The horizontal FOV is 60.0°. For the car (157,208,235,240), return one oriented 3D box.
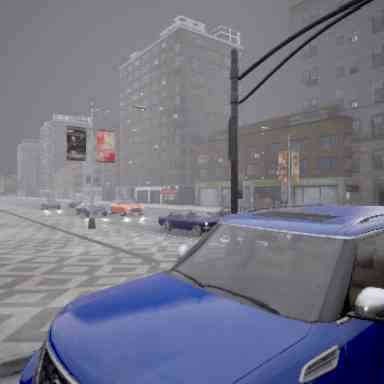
[{"bbox_3d":[0.042,1.653,18.522,1.895,1.301,4.718,0,0,-36],"label":"car"}]

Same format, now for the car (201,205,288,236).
[{"bbox_3d":[2.952,1.597,20.042,2.033,1.411,5.357,0,0,-36],"label":"car"}]

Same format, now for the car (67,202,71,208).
[{"bbox_3d":[-15.478,1.751,45.462,1.895,1.301,4.718,0,0,-36],"label":"car"}]

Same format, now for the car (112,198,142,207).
[{"bbox_3d":[-6.523,1.461,33.058,2.097,1.767,4.553,0,0,-36],"label":"car"}]

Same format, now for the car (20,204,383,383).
[{"bbox_3d":[1.227,1.220,3.706,5.566,2.045,2.150,0,1,-39],"label":"car"}]

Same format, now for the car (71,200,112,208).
[{"bbox_3d":[-9.682,1.638,31.872,1.812,1.442,4.674,0,0,-36],"label":"car"}]

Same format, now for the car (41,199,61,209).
[{"bbox_3d":[-19.105,1.662,44.947,1.837,1.490,4.892,0,-1,-36],"label":"car"}]
